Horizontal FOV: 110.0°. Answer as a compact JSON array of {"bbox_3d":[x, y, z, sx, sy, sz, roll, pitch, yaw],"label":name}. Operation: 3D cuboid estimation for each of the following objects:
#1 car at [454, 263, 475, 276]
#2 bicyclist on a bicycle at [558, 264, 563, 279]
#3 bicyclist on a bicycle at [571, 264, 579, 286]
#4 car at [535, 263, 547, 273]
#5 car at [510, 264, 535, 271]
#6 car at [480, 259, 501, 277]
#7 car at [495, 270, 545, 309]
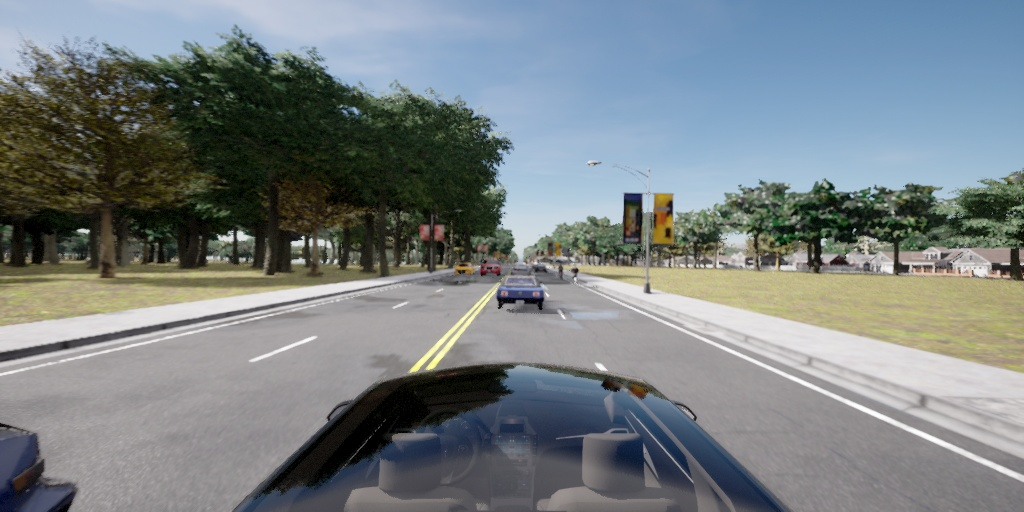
[{"bbox_3d":[-5.643,1.544,43.068,1.882,1.535,5.008,1,-1,2],"label":"car"},{"bbox_3d":[4.926,1.640,36.250,0.582,1.620,1.656,1,-1,1],"label":"bicyclist on a bicycle"},{"bbox_3d":[4.696,1.458,27.021,0.659,1.776,1.843,1,0,1],"label":"bicyclist on a bicycle"},{"bbox_3d":[4.707,1.958,59.182,1.812,1.442,4.674,1,0,2],"label":"car"},{"bbox_3d":[0.825,1.579,33.950,2.128,1.511,4.902,1,-1,1],"label":"car"},{"bbox_3d":[-2.418,1.338,41.983,2.150,2.045,5.566,1,-1,1],"label":"car"},{"bbox_3d":[0.369,1.498,15.872,1.895,1.301,4.718,1,-1,1],"label":"car"}]
